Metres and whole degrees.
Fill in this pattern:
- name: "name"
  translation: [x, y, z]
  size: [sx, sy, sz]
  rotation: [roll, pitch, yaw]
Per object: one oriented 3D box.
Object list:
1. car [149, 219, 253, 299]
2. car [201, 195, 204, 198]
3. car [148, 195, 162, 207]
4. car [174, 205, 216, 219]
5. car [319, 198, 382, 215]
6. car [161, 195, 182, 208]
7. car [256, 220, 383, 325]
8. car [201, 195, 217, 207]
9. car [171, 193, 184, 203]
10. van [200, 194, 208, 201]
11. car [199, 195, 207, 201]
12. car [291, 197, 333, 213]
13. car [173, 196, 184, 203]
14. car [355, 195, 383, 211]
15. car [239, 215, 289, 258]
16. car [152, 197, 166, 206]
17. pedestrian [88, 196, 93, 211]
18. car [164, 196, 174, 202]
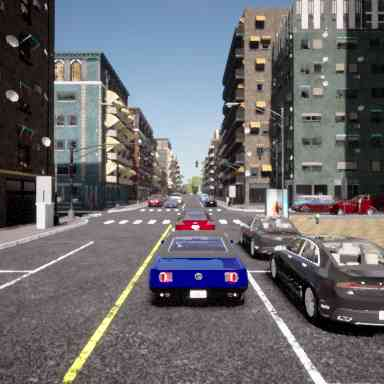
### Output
- name: "car"
  translation: [0.127, 1.603, 8.386]
  size: [1.895, 1.301, 4.718]
  rotation: [0, 0, 0]
- name: "car"
  translation: [2.888, 1.603, 56.332]
  size: [1.802, 1.307, 4.206]
  rotation: [1, 0, 0]
- name: "car"
  translation: [-5.507, 1.334, 50.829]
  size: [2.192, 1.841, 5.009]
  rotation: [1, 0, 0]
- name: "car"
  translation: [0.152, 1.570, 17.249]
  size: [1.994, 1.385, 4.181]
  rotation: [0, 0, 0]
- name: "car"
  translation: [13.800, 1.413, 29.163]
  size: [4.206, 1.307, 1.802]
  rotation: [0, 0, 1]
- name: "car"
  translation: [-2.940, 1.565, 48.751]
  size: [2.033, 1.411, 5.357]
  rotation: [0, 0, 1]
- name: "car"
  translation: [2.854, 1.553, 6.998]
  size: [2.008, 1.369, 4.403]
  rotation: [1, 0, 0]
- name: "car"
  translation: [2.869, 1.585, 50.761]
  size: [1.947, 1.339, 4.313]
  rotation: [1, 0, 0]
- name: "car"
  translation: [-2.884, 1.242, 58.884]
  size: [2.150, 2.045, 5.566]
  rotation: [0, 0, 0]
- name: "van"
  translation: [2.965, 1.373, 78.618]
  size: [1.690, 1.788, 3.998]
  rotation: [1, 0, 0]
- name: "car"
  translation: [2.999, 1.582, 89.758]
  size: [1.887, 1.381, 4.507]
  rotation: [1, 0, 0]
- name: "car"
  translation: [13.240, 1.469, 34.967]
  size: [5.357, 1.411, 2.033]
  rotation: [0, -1, 1]
- name: "car"
  translation: [-2.768, 1.580, 69.800]
  size: [1.994, 1.385, 4.181]
  rotation: [0, 0, 0]
- name: "car"
  translation: [19.415, 1.228, 37.487]
  size: [5.009, 1.841, 2.192]
  rotation: [0, 0, 1]
- name: "car"
  translation: [2.872, 1.555, 12.568]
  size: [2.008, 1.369, 4.403]
  rotation: [1, 0, 0]
- name: "car"
  translation: [-5.492, 1.566, 56.400]
  size: [1.887, 1.381, 4.507]
  rotation: [1, 0, 0]
- name: "pedestrian"
  translation: [-12.393, 1.347, 40.777]
  size: [0.375, 1.860, 0.375]
  rotation: [0, 0, 1]
- name: "car"
  translation: [-5.418, 1.597, 78.684]
  size: [1.947, 1.339, 4.313]
  rotation: [1, 0, 0]
